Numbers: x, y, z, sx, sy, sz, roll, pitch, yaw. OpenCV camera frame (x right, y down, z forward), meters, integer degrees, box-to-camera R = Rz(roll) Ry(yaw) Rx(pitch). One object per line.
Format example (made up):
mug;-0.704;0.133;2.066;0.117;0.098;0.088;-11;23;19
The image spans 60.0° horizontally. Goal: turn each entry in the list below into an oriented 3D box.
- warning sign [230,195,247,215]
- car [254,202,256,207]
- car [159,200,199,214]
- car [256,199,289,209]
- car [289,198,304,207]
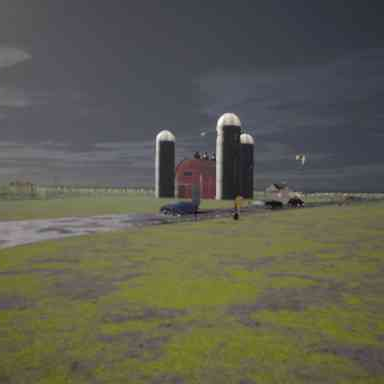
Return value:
warning sign;4.529;1.271;32.343;1.300;1.860;1.060;1;1;36
car;11.893;1.798;54.778;1.895;1.301;4.718;1;0;36
car;-1.282;1.620;36.524;2.033;1.411;5.357;1;0;36
car;11.781;1.700;48.527;2.128;1.511;4.902;1;0;36
car;17.794;1.776;57.004;1.837;1.490;4.892;1;0;36
